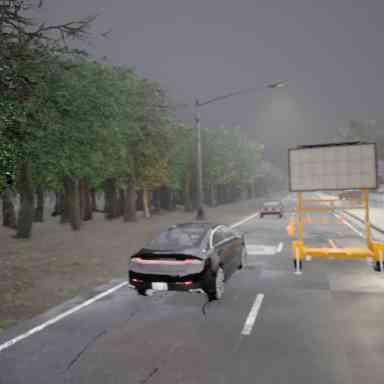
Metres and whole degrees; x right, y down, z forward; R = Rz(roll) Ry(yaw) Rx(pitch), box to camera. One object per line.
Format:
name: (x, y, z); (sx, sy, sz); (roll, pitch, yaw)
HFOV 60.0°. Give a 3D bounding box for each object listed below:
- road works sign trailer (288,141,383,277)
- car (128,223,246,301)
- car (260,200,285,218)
road works sign trailer: (4.165, 0.358, 9.904); (2.380, 3.560, 2.880); (-2, 0, 18)
car: (0.158, 1.526, 8.510); (2.128, 1.511, 4.902); (-2, 0, 18)
car: (7.108, 1.439, 29.339); (2.033, 1.411, 5.357); (-2, 0, 18)
